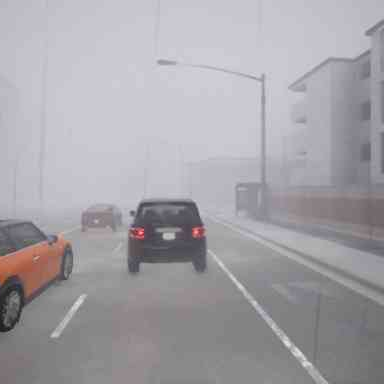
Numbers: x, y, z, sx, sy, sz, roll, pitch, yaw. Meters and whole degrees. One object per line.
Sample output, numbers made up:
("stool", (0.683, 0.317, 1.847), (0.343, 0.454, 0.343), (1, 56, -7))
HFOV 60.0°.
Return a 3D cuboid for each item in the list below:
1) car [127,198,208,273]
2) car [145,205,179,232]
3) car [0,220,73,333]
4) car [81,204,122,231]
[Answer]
("car", (-0.871, 1.197, 10.883), (2.150, 2.045, 5.566), (0, 0, -6))
("car", (-1.934, 1.558, 20.977), (1.895, 1.301, 4.718), (0, 0, -6))
("car", (-4.039, 1.343, 6.863), (2.097, 1.767, 4.553), (0, 0, -5))
("car", (-5.369, 1.441, 20.222), (1.882, 1.535, 5.008), (0, 0, -6))
